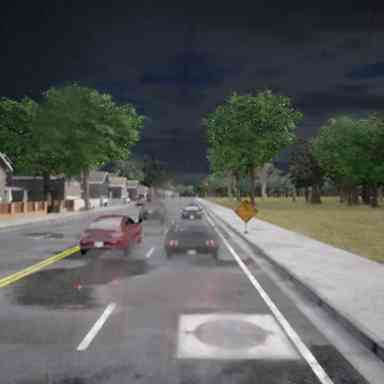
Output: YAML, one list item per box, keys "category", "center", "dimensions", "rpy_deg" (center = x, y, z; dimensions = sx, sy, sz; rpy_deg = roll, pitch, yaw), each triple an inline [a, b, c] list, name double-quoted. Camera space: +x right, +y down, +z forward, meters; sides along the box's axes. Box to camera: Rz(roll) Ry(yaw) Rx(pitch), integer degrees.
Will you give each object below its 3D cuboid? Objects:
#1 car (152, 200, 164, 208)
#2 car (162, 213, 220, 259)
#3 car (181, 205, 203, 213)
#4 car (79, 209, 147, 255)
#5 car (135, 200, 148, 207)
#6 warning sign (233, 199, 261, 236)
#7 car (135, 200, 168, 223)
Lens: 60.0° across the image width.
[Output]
- category: "car"
  center: [-6.520, 2.274, 64.517]
  dimensions: [1.895, 1.301, 4.718]
  rpy_deg: [0, -1, 1]
- category: "car"
  center: [0.013, 1.740, 13.252]
  dimensions: [1.895, 1.301, 4.718]
  rpy_deg: [0, -1, 0]
- category: "car"
  center: [0.020, 1.827, 28.897]
  dimensions: [1.812, 1.442, 4.674]
  rpy_deg: [0, 0, 0]
- category: "car"
  center: [-3.231, 1.671, 13.891]
  dimensions: [1.812, 1.442, 4.674]
  rpy_deg: [0, 0, 0]
- category: "car"
  center: [-9.772, 2.235, 64.541]
  dimensions: [1.994, 1.385, 4.181]
  rpy_deg: [0, -1, 1]
- category: "warning sign"
  center: [2.849, 1.299, 17.502]
  dimensions: [1.300, 1.860, 1.060]
  rpy_deg: [0, -1, 0]
- category: "car"
  center: [-3.234, 1.648, 28.418]
  dimensions: [2.097, 1.767, 4.553]
  rpy_deg: [0, -1, 0]
